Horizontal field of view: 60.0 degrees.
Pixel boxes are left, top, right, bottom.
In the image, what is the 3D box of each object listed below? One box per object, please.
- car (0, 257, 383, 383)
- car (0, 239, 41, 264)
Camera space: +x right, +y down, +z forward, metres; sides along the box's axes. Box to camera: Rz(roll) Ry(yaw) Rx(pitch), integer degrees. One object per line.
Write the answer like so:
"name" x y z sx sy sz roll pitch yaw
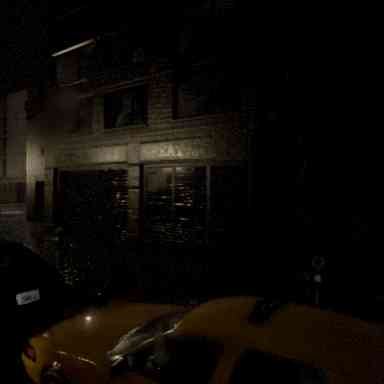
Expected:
"car" 0.383 1.518 2.818 4.829 1.417 1.752 0 1 36
"car" -4.024 1.525 5.966 4.313 1.339 1.947 0 1 36
